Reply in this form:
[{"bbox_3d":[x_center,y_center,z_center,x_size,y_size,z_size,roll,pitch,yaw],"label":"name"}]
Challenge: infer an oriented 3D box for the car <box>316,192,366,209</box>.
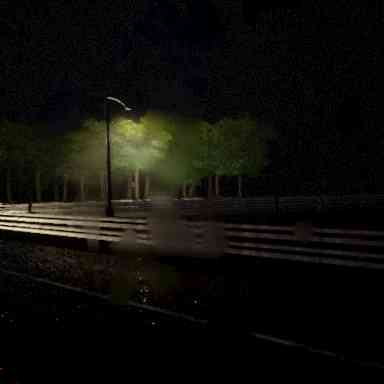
[{"bbox_3d":[14.838,0.818,33.395,4.553,1.767,2.097,-2,-1,-6],"label":"car"}]
